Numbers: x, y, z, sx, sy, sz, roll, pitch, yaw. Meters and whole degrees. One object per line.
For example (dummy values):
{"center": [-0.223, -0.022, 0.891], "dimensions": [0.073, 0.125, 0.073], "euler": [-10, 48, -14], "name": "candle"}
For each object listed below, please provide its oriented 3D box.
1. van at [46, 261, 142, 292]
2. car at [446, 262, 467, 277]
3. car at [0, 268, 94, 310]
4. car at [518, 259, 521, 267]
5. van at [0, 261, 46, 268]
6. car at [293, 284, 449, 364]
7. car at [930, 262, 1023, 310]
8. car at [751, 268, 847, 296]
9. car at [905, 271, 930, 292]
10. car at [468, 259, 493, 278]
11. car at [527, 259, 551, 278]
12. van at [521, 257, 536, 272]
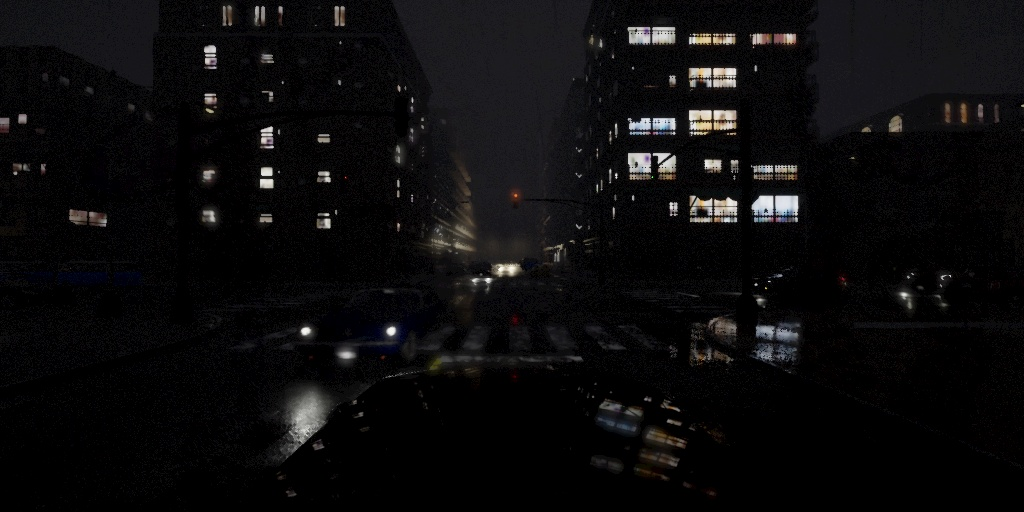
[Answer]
{"center": [-24.853, 1.191, 21.617], "dimensions": [3.998, 1.789, 1.690], "euler": [0, 0, 1], "name": "van"}
{"center": [-5.522, 1.317, 36.022], "dimensions": [2.007, 1.370, 4.403], "euler": [0, 0, 0], "name": "car"}
{"center": [-19.364, 1.290, 13.663], "dimensions": [4.403, 1.370, 2.007], "euler": [0, 0, 1], "name": "car"}
{"center": [2.450, 1.100, 53.071], "dimensions": [2.192, 1.841, 5.009], "euler": [0, 0, 0], "name": "car"}
{"center": [-30.447, 1.201, 21.691], "dimensions": [3.998, 1.789, 1.690], "euler": [0, 0, 1], "name": "van"}
{"center": [-2.764, 1.353, 8.206], "dimensions": [1.895, 1.301, 4.718], "euler": [0, 0, 0], "name": "car"}
{"center": [18.663, 1.103, 13.157], "dimensions": [4.097, 1.591, 1.967], "euler": [0, 0, 1], "name": "car"}
{"center": [14.688, 1.304, 18.634], "dimensions": [4.181, 1.385, 1.994], "euler": [0, -1, 1], "name": "car"}
{"center": [23.387, 1.074, 18.520], "dimensions": [4.553, 1.767, 2.097], "euler": [0, -1, 1], "name": "car"}
{"center": [-2.827, 1.314, 35.225], "dimensions": [2.033, 1.411, 5.357], "euler": [0, 0, 0], "name": "car"}
{"center": [2.623, 1.290, 33.585], "dimensions": [1.751, 1.417, 4.829], "euler": [0, 0, 0], "name": "car"}
{"center": [2.495, 1.119, 47.418], "dimensions": [1.690, 1.789, 3.998], "euler": [0, 0, 0], "name": "van"}
